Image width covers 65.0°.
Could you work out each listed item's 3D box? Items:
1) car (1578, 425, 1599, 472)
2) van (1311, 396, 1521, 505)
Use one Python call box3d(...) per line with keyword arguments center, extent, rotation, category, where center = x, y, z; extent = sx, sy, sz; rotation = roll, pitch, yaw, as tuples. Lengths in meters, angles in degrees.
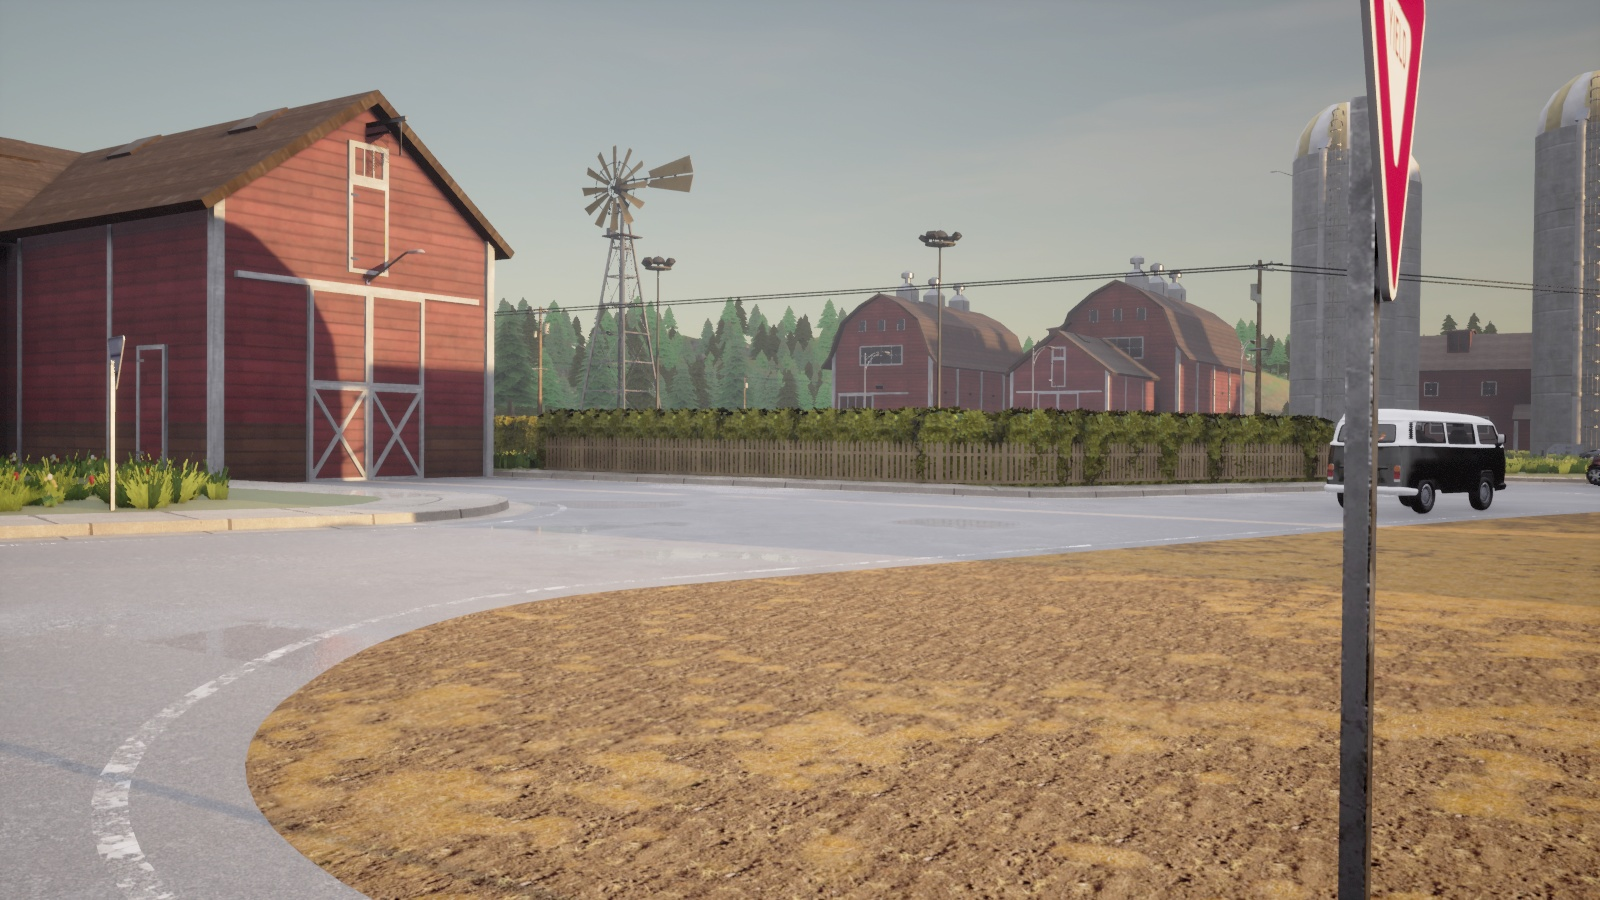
box3d(center=(27.340, -0.035, 40.609), extent=(1.789, 1.549, 3.705), rotation=(0, 1, -6), category="car")
box3d(center=(12.681, -0.023, 25.762), extent=(4.480, 2.038, 2.069), rotation=(-1, 1, -37), category="van")
